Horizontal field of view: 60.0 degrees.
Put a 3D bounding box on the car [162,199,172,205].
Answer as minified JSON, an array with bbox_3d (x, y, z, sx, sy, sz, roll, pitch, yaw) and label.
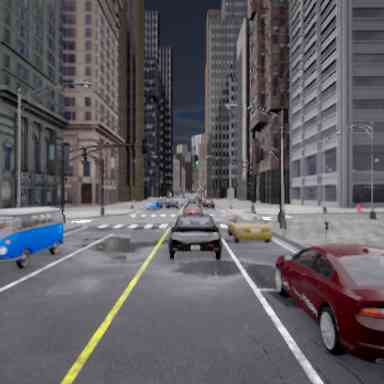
[{"bbox_3d":[-5.760,2.218,76.818,1.802,1.307,4.206,0,-1,0],"label":"car"}]

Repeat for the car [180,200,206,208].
[{"bbox_3d":[0.089,1.810,34.045,1.994,1.385,4.181,-1,-1,0],"label":"car"}]

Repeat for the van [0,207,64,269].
[{"bbox_3d":[-5.763,1.429,11.212,1.690,1.788,3.998,0,0,0],"label":"van"}]

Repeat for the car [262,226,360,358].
[{"bbox_3d":[2.762,1.592,6.027,1.887,1.381,4.507,0,0,0],"label":"car"}]

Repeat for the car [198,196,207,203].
[{"bbox_3d":[2.785,2.048,87.852,2.192,1.841,5.009,0,-1,0],"label":"car"}]

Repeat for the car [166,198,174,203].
[{"bbox_3d":[-5.756,2.284,87.867,2.008,1.369,4.403,0,-1,0],"label":"car"}]

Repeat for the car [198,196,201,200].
[{"bbox_3d":[2.787,2.115,71.445,1.752,1.417,4.829,0,-1,0],"label":"car"}]

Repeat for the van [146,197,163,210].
[{"bbox_3d":[-5.770,1.738,49.196,1.690,1.788,3.998,0,0,0],"label":"van"}]

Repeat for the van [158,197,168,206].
[{"bbox_3d":[-5.765,1.881,65.770,1.690,1.788,3.998,0,0,0],"label":"van"}]

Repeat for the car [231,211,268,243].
[{"bbox_3d":[2.770,1.657,16.777,1.752,1.417,4.829,0,0,0],"label":"car"}]

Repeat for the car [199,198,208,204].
[{"bbox_3d":[2.786,2.229,82.325,1.887,1.381,4.507,0,-1,0],"label":"car"}]

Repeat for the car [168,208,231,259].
[{"bbox_3d":[0.104,1.592,13.070,2.128,1.511,4.902,0,-1,0],"label":"car"}]

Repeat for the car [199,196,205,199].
[{"bbox_3d":[2.787,2.084,65.749,1.887,1.381,4.507,0,-1,0],"label":"car"}]

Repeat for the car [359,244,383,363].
[{"bbox_3d":[2.760,1.322,0.740,2.192,1.841,5.009,0,0,0],"label":"car"}]

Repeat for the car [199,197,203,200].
[{"bbox_3d":[2.787,2.036,60.224,1.887,1.381,4.507,0,0,0],"label":"car"}]

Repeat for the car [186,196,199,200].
[{"bbox_3d":[0.014,2.129,73.994,2.128,1.511,4.902,0,-1,0],"label":"car"}]

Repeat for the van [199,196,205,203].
[{"bbox_3d":[2.785,2.123,93.377,1.690,1.788,3.998,0,-1,0],"label":"van"}]

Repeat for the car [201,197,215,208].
[{"bbox_3d":[2.787,1.988,54.699,1.887,1.381,4.507,0,0,0],"label":"car"}]

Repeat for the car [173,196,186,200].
[{"bbox_3d":[-2.987,1.789,68.530,2.150,2.045,5.566,0,0,0],"label":"car"}]

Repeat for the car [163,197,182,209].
[{"bbox_3d":[-3.060,1.975,52.814,2.033,1.411,5.357,0,-1,0],"label":"car"}]
